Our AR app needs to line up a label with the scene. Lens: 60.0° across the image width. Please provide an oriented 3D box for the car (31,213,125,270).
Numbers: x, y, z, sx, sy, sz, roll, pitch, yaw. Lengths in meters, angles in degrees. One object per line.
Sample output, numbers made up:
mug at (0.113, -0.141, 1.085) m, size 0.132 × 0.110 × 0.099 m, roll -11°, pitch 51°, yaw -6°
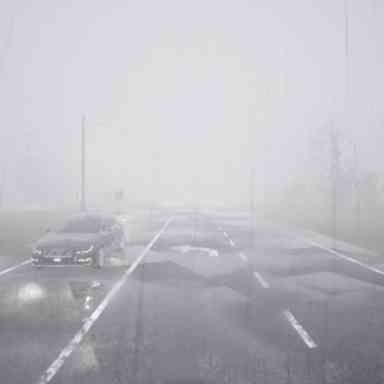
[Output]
car at (-3.505, 1.503, 11.070) m, size 1.837 × 1.490 × 4.892 m, roll 0°, pitch 0°, yaw 0°

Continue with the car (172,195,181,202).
car at (-3.404, 1.405, 73.998) m, size 2.033 × 1.411 × 5.357 m, roll 0°, pitch 0°, yaw 0°
